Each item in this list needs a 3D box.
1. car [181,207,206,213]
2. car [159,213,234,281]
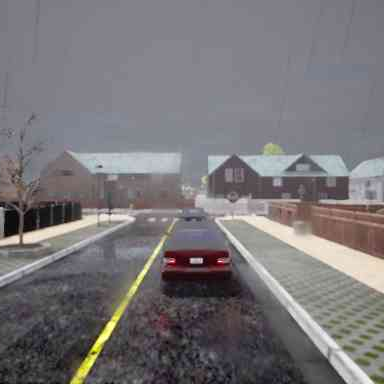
[{"bbox_3d":[0.096,1.628,20.414,2.033,1.411,5.357,0,0,0],"label":"car"},{"bbox_3d":[0.100,1.587,9.915,2.033,1.411,5.357,0,0,0],"label":"car"}]
